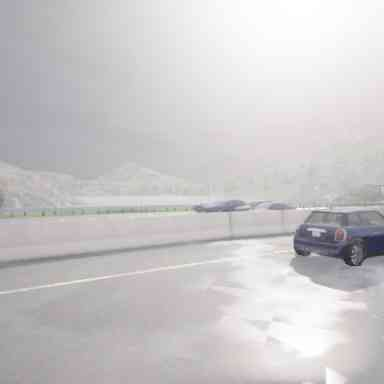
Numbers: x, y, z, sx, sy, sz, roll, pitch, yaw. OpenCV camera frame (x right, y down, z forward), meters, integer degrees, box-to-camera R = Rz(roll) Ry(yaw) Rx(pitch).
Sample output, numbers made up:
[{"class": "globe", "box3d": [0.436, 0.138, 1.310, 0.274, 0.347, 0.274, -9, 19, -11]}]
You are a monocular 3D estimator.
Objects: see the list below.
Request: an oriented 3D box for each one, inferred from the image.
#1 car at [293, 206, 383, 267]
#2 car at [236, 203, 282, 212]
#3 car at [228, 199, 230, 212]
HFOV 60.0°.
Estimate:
[{"class": "car", "box3d": [5.677, 1.322, 11.473, 4.553, 1.767, 2.097, 0, 0, -32]}, {"class": "car", "box3d": [5.543, 1.464, 23.822, 4.674, 1.442, 1.812, 0, 0, -29]}, {"class": "car", "box3d": [5.705, 1.433, 27.913, 4.892, 1.490, 1.837, 0, 0, -29]}]
